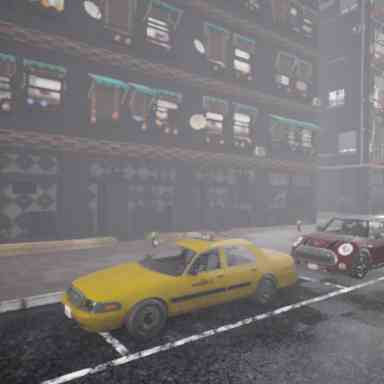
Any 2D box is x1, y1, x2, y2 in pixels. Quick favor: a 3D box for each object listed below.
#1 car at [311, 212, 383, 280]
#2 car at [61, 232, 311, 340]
[{"bbox_3d":[4.820,1.438,9.939,4.097,1.590,1.967,0,1,-35],"label":"car"},{"bbox_3d":[0.051,1.525,6.539,4.829,1.417,1.752,0,1,-35],"label":"car"}]
